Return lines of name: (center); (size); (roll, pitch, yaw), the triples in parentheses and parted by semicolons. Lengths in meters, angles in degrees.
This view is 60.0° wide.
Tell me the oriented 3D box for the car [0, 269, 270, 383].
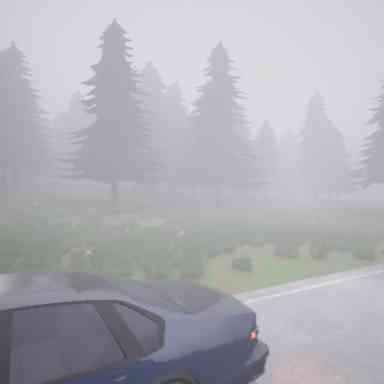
car: (-1.785, 1.499, 2.815); (5.357, 1.411, 2.033); (0, 1, -32)
